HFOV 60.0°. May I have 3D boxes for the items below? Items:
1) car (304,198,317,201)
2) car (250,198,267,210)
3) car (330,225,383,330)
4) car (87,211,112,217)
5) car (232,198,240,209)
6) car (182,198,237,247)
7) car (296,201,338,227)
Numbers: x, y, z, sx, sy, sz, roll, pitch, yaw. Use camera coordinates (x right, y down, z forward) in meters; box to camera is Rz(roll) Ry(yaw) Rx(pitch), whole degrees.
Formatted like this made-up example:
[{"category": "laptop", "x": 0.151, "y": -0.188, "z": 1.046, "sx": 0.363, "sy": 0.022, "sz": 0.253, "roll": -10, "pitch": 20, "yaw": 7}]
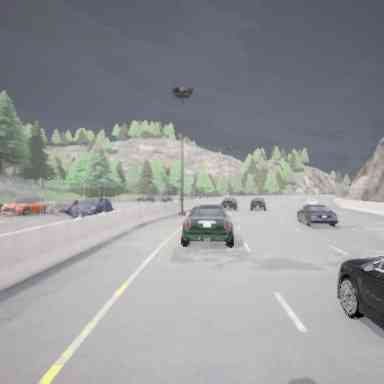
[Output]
[{"category": "car", "x": 16.630, "y": 1.581, "z": 46.235, "sx": 1.812, "sy": 1.442, "sz": 4.674, "roll": 0, "pitch": 0, "yaw": 15}, {"category": "car", "x": 8.577, "y": 1.520, "z": 42.816, "sx": 1.837, "sy": 1.490, "sz": 4.892, "roll": -1, "pitch": 0, "yaw": 13}, {"category": "car", "x": 3.672, "y": 1.509, "z": 4.483, "sx": 2.128, "sy": 1.511, "sz": 4.902, "roll": 0, "pitch": 0, "yaw": 1}, {"category": "car", "x": -8.449, "y": 1.283, "z": 28.456, "sx": 2.097, "sy": 1.767, "sz": 4.553, "roll": 0, "pitch": 0, "yaw": 8}, {"category": "car", "x": 4.908, "y": 1.500, "z": 42.445, "sx": 1.837, "sy": 1.490, "sz": 4.892, "roll": 0, "pitch": 0, "yaw": 13}, {"category": "car", "x": 0.795, "y": 1.344, "z": 15.269, "sx": 2.097, "sy": 1.767, "sz": 4.553, "roll": 0, "pitch": 0, "yaw": 5}, {"category": "car", "x": 8.536, "y": 1.577, "z": 23.046, "sx": 2.033, "sy": 1.411, "sz": 5.357, "roll": 0, "pitch": 0, "yaw": 8}]
